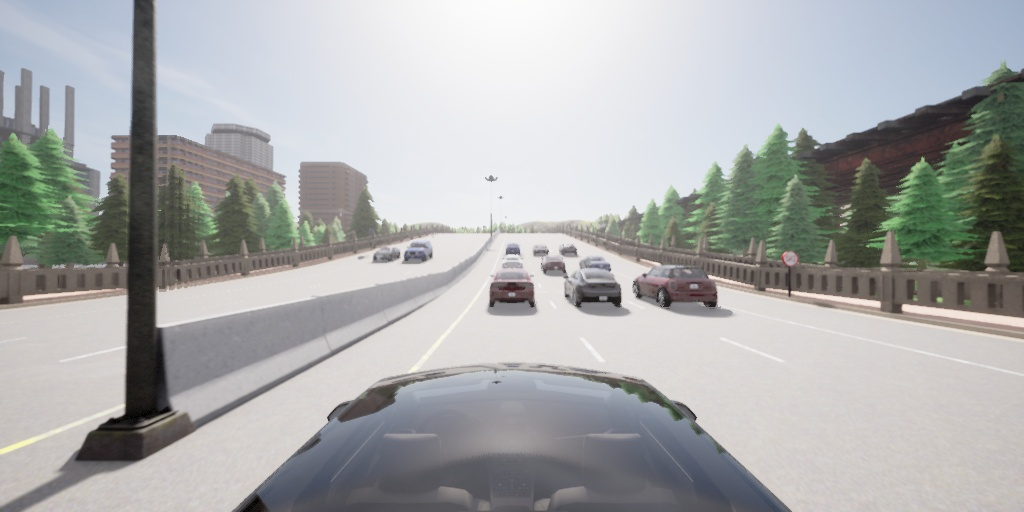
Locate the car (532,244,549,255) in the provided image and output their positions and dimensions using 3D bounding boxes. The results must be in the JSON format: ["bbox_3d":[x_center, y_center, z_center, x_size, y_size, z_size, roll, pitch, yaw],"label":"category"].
[{"bbox_3d":[3.635,-0.871,45.872,1.895,1.301,4.718,0,7,0],"label":"car"}]

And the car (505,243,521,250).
[{"bbox_3d":[0.135,-0.989,45.846,1.882,1.535,5.008,0,7,0],"label":"car"}]

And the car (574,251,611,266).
[{"bbox_3d":[7.054,0.657,30.731,2.033,1.411,5.357,0,5,0],"label":"car"}]

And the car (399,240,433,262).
[{"bbox_3d":[-10.401,-0.608,40.242,2.150,2.045,5.566,0,6,0],"label":"car"}]

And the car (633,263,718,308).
[{"bbox_3d":[7.002,1.163,15.912,2.097,1.767,4.553,0,1,0],"label":"car"}]

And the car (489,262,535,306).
[{"bbox_3d":[0.006,1.283,16.303,1.882,1.535,5.008,0,1,0],"label":"car"}]

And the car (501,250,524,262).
[{"bbox_3d":[0.060,0.605,31.158,1.812,1.442,4.674,0,5,1],"label":"car"}]

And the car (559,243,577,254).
[{"bbox_3d":[7.135,-0.976,45.815,2.128,1.511,4.902,0,7,0],"label":"car"}]

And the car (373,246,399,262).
[{"bbox_3d":[-13.905,-0.291,40.029,2.128,1.511,4.902,0,6,1],"label":"car"}]

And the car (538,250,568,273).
[{"bbox_3d":[3.560,0.607,31.120,1.812,1.442,4.674,0,5,1],"label":"car"}]

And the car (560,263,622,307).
[{"bbox_3d":[3.503,1.317,16.124,1.837,1.490,4.892,0,1,0],"label":"car"}]
